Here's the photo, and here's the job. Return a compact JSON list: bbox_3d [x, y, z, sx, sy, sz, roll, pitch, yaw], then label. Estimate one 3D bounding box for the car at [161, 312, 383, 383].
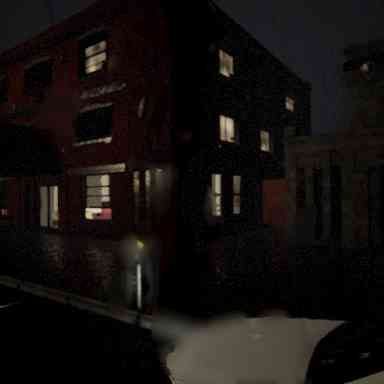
[{"bbox_3d":[1.850,1.521,2.118,4.674,1.442,1.812,-1,-1,35],"label":"car"}]
